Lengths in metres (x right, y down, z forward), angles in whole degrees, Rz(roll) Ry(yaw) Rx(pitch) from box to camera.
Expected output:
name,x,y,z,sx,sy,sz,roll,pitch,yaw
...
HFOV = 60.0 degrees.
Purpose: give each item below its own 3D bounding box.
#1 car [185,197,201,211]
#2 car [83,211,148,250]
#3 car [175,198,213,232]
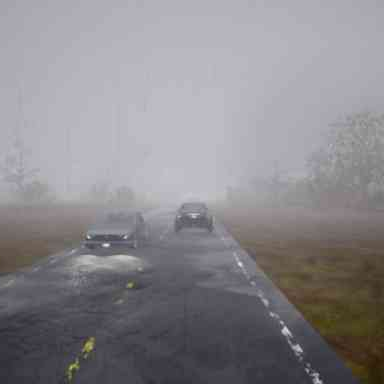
name,x,y,z,sx,sy,sz,roll,pitch,yaw
car,0.112,1.470,42.700,1.882,1.535,5.008,0,0,0
car,-3.098,1.544,14.675,2.033,1.411,5.357,0,0,0
car,0.106,1.349,20.131,2.097,1.767,4.553,0,0,0
